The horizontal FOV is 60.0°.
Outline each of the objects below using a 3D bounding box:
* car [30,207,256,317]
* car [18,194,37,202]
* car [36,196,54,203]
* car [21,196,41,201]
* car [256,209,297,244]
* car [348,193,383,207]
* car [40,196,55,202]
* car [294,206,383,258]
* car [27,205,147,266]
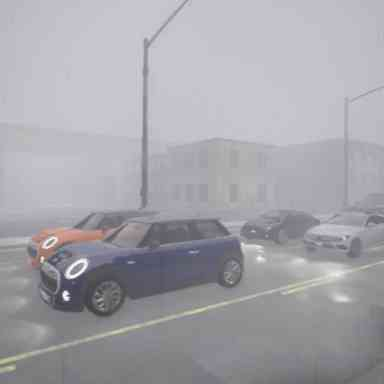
[{"bbox_3d":[-0.966,1.348,7.606,4.553,1.767,2.097,0,0,-36],"label":"car"},{"bbox_3d":[-37.740,1.702,78.072,4.974,1.542,2.038,0,0,25],"label":"car"},{"bbox_3d":[-34.009,1.733,78.149,2.038,1.542,4.974,1,0,-5],"label":"car"},{"bbox_3d":[-37.786,1.544,78.094,4.536,1.218,1.853,0,0,25],"label":"car"},{"bbox_3d":[4.299,1.529,15.671,4.181,1.385,1.994,0,0,-36],"label":"car"},{"bbox_3d":[11.993,1.120,21.156,5.566,2.045,2.150,-1,0,-36],"label":"car"},{"bbox_3d":[-34.013,1.576,78.201,1.853,1.218,4.536,1,0,-5],"label":"car"},{"bbox_3d":[6.259,1.491,12.770,4.674,1.442,1.812,0,0,-35],"label":"car"},{"bbox_3d":[-2.731,1.351,10.646,4.553,1.767,2.097,0,0,-36],"label":"car"}]
